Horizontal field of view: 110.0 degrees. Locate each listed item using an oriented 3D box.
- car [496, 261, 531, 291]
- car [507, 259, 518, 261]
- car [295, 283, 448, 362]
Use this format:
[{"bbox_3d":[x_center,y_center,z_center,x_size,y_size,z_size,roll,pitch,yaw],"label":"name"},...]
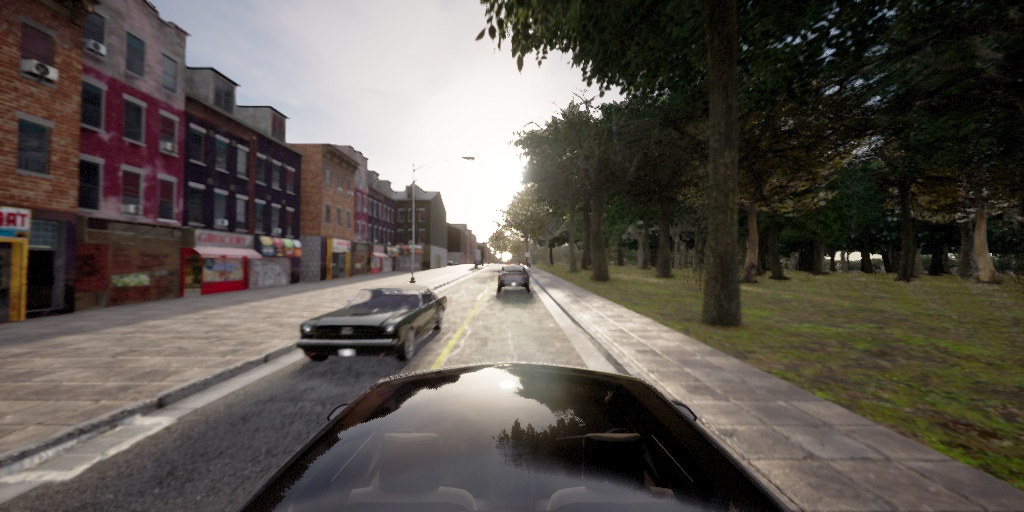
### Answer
[{"bbox_3d":[0.092,1.267,21.753,1.837,1.490,4.892,0,0,0],"label":"car"},{"bbox_3d":[0.082,1.164,45.608,2.097,1.767,4.553,0,0,0],"label":"car"},{"bbox_3d":[-2.818,1.354,8.352,1.895,1.301,4.718,0,0,0],"label":"car"}]
